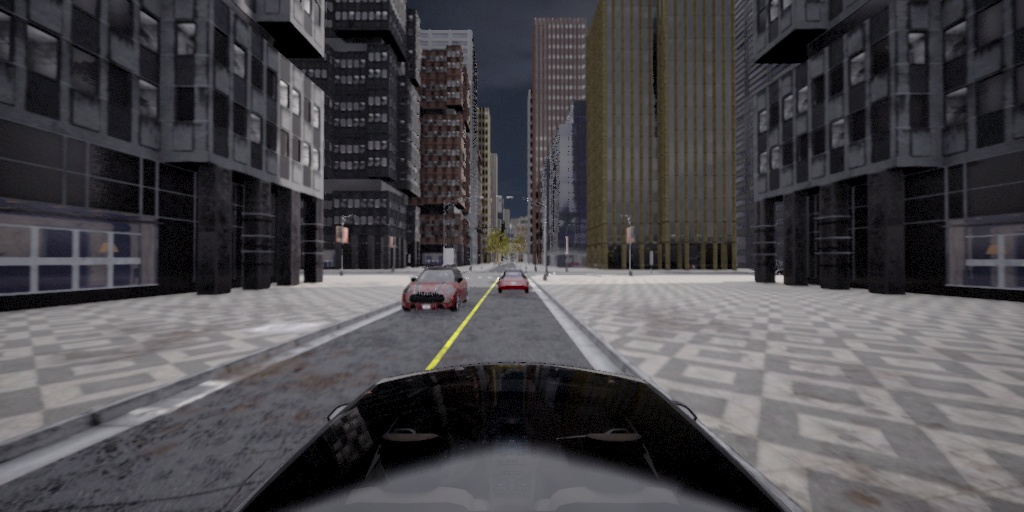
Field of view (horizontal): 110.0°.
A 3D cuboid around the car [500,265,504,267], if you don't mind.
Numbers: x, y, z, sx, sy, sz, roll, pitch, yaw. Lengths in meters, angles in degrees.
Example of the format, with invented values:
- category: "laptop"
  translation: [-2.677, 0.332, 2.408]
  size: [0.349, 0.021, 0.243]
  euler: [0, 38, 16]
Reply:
- category: "car"
  translation: [0.049, 1.754, 33.226]
  size: [1.895, 1.301, 4.718]
  euler: [0, -1, -1]

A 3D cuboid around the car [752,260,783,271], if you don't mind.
- category: "car"
  translation: [36.763, 1.539, 50.325]
  size: [5.566, 2.045, 2.150]
  euler: [0, -1, 0]

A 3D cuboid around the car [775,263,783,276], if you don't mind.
- category: "car"
  translation: [36.753, 1.892, 47.071]
  size: [4.718, 1.301, 1.895]
  euler: [0, -1, 0]

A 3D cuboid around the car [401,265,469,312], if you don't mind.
- category: "car"
  translation: [-3.099, 1.277, 15.241]
  size: [2.097, 1.767, 4.553]
  euler: [0, -1, 0]

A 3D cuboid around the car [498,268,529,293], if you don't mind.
- category: "car"
  translation: [0.092, 1.592, 23.322]
  size: [1.994, 1.385, 4.181]
  euler: [0, -1, 0]
